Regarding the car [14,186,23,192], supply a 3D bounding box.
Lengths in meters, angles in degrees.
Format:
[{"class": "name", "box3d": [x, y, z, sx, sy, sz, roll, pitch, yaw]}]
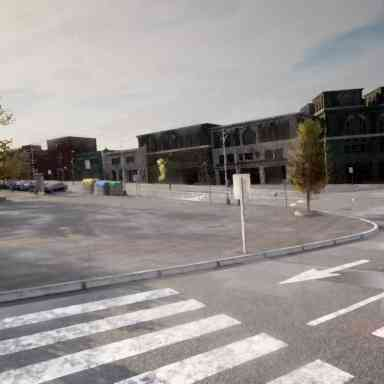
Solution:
[{"class": "car", "box3d": [-25.531, -0.862, 53.537, 2.002, 1.452, 4.674, 0, 6, 16]}]

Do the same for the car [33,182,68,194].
[{"class": "car", "box3d": [-20.766, -0.610, 50.026, 2.163, 1.488, 4.792, 1, 6, 17]}]

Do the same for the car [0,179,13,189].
[{"class": "car", "box3d": [-35.245, -1.377, 60.229, 2.231, 1.521, 4.892, 1, 6, 14]}]

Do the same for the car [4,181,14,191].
[{"class": "car", "box3d": [-27.932, -1.027, 55.245, 2.097, 1.535, 5.008, 1, 6, 16]}]

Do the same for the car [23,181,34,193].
[{"class": "car", "box3d": [-23.130, -0.774, 51.811, 2.231, 1.521, 4.892, 1, 6, 17]}]
